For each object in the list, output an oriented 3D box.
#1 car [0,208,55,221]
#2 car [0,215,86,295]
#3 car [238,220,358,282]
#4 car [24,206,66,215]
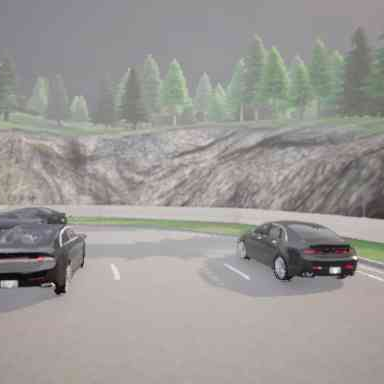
[{"bbox_3d":[-10.522,1.796,19.188,4.181,1.385,1.994,0,-1,14],"label":"car"},{"bbox_3d":[-4.007,1.601,8.866,2.128,1.511,4.902,0,-1,-11],"label":"car"},{"bbox_3d":[2.928,1.633,10.326,1.837,1.490,4.892,1,0,-12],"label":"car"},{"bbox_3d":[-11.109,1.753,22.756,5.008,1.535,1.882,0,-1,10],"label":"car"}]
